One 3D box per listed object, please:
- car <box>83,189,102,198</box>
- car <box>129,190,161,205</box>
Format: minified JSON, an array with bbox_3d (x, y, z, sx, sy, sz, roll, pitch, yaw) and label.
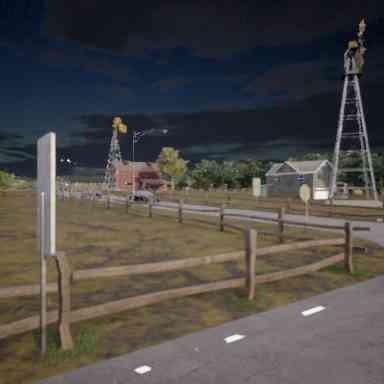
[{"bbox_3d":[-15.603,0.174,52.109,1.994,1.385,4.181,0,2,-36],"label":"car"},{"bbox_3d":[-5.386,0.589,37.716,1.882,1.535,5.008,0,2,-36],"label":"car"}]
